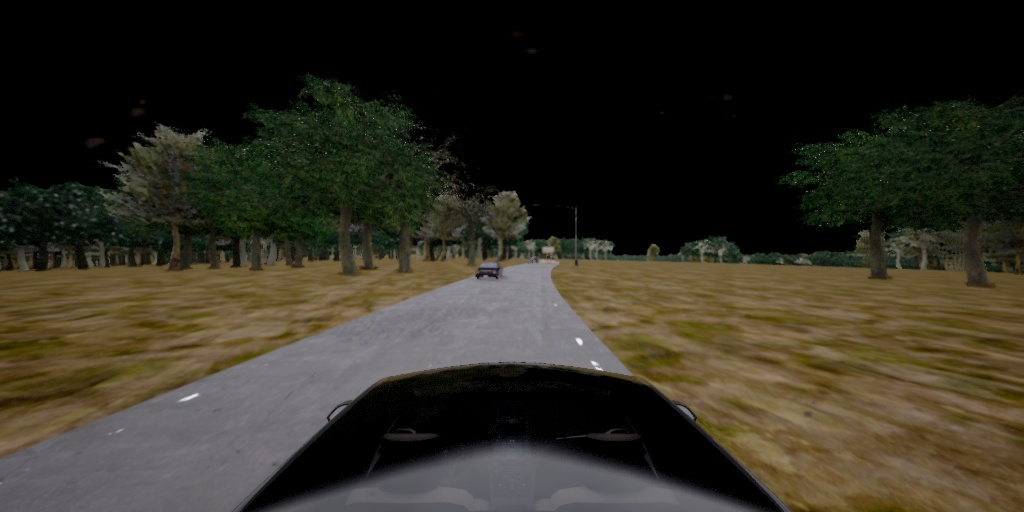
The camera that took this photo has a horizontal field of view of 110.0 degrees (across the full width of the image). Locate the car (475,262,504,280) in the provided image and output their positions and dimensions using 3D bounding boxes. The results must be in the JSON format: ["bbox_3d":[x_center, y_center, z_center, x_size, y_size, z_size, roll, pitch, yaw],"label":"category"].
[{"bbox_3d":[-1.802,1.182,30.346,2.033,1.411,5.357,0,0,5],"label":"car"}]
